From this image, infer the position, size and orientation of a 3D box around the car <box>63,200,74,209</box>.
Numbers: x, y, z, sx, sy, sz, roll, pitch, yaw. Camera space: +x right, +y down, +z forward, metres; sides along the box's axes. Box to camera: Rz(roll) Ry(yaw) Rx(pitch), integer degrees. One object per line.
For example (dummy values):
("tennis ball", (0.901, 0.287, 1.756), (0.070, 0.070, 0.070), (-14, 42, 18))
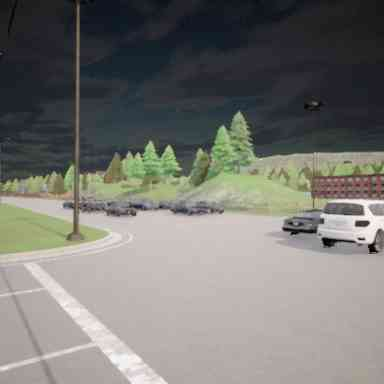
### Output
("car", (-17.677, 1.858, 49.281), (1.895, 1.301, 4.718), (1, 0, -34))

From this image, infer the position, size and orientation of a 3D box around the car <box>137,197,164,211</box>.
("car", (-6.189, 1.633, 44.732), (2.097, 1.767, 4.553), (1, 0, -34))

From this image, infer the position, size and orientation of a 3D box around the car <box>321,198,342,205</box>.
("car", (32.419, 2.219, 77.493), (1.812, 1.442, 4.674), (0, 0, -23))

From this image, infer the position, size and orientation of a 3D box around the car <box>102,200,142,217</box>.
("car", (-7.112, 1.763, 33.550), (1.994, 1.385, 4.181), (1, 0, -34))

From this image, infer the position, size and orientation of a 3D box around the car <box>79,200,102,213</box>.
("car", (-12.091, 1.704, 40.943), (1.882, 1.535, 5.008), (1, 0, -34))

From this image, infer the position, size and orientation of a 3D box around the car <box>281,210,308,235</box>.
("car", (7.187, 1.713, 18.820), (5.357, 1.411, 2.033), (1, -1, -43))

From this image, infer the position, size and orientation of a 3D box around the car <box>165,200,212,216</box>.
("car", (-0.487, 1.797, 36.248), (2.033, 1.411, 5.357), (1, 0, -34))

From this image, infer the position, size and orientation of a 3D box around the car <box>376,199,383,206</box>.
("car", (41.257, 2.239, 70.125), (1.994, 1.385, 4.181), (0, 0, -9))

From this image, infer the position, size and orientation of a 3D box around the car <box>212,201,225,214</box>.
("car", (1.891, 1.785, 38.988), (1.837, 1.490, 4.892), (1, 0, -34))

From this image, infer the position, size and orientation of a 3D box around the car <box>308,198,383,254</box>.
("car", (7.618, 1.359, 14.535), (5.566, 2.045, 2.150), (1, 0, -41))

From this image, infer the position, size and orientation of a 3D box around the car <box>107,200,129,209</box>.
("car", (-11.832, 1.914, 53.217), (1.895, 1.301, 4.718), (1, 0, -34))

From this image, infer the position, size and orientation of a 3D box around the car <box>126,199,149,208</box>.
("car", (-9.150, 1.943, 55.529), (1.895, 1.301, 4.718), (1, 0, -34))

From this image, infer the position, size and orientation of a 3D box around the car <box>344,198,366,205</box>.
("car", (36.739, 2.224, 75.235), (1.812, 1.442, 4.674), (0, 0, -16))
